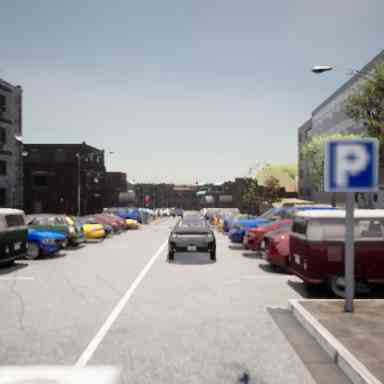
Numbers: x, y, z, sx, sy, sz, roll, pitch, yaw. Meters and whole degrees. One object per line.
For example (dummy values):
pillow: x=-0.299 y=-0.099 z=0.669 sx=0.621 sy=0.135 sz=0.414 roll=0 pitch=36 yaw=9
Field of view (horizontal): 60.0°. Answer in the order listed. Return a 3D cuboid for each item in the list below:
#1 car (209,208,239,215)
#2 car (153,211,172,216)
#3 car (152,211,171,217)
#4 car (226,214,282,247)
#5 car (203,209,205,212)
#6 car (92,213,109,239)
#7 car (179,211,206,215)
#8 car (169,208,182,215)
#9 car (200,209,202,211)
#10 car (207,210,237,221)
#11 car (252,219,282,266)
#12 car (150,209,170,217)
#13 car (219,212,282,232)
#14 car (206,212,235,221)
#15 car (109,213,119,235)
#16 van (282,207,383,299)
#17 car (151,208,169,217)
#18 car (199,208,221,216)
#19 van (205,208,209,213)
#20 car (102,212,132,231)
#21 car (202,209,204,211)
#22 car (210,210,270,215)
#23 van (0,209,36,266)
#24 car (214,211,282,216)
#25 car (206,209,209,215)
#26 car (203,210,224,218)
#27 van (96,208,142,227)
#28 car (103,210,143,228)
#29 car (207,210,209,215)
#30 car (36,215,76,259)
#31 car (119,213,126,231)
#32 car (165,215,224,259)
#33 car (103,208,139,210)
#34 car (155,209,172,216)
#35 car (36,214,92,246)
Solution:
car: x=4.615 y=3.011 z=38.861 sx=4.553 sy=1.767 sz=2.185 roll=0 pitch=-3 yaw=0
car: x=-7.716 y=5.649 z=87.908 sx=4.792 sy=1.488 sz=2.163 roll=0 pitch=-3 yaw=0
car: x=-7.684 y=5.511 z=84.972 sx=4.674 sy=1.452 sz=2.002 roll=0 pitch=-3 yaw=0
car: x=4.620 y=2.178 z=19.321 sx=4.792 sy=1.488 sz=2.163 roll=0 pitch=-3 yaw=0
car: x=4.641 y=3.708 z=50.138 sx=5.008 sy=1.535 sz=2.097 roll=0 pitch=-3 yaw=0
car: x=-7.867 y=2.139 z=19.183 sx=5.366 sy=1.575 sz=1.946 roll=0 pitch=-3 yaw=0
car: x=0.002 y=2.706 z=29.440 sx=1.812 sy=1.442 sz=4.674 roll=0 pitch=-3 yaw=0
car: x=-3.005 y=4.448 z=69.828 sx=2.150 sy=2.045 sz=5.566 roll=0 pitch=-3 yaw=0
car: x=4.672 y=4.297 z=66.767 sx=5.566 sy=2.045 sz=2.435 roll=0 pitch=-3 yaw=0
car: x=4.676 y=3.717 z=52.811 sx=4.553 sy=1.767 sz=2.185 roll=0 pitch=-3 yaw=0
car: x=4.679 y=1.780 z=10.970 sx=4.792 sy=1.488 sz=2.163 roll=0 pitch=-2 yaw=0
car: x=-7.655 y=5.042 z=78.987 sx=4.553 sy=1.767 sz=2.185 roll=0 pitch=-3 yaw=0
car: x=4.678 y=2.460 z=24.901 sx=4.792 sy=1.488 sz=2.163 roll=0 pitch=-3 yaw=0
car: x=4.643 y=4.024 z=55.591 sx=4.674 sy=1.452 sz=2.002 roll=0 pitch=-3 yaw=0
car: x=-7.652 y=2.312 z=21.969 sx=4.792 sy=1.488 sz=2.163 roll=0 pitch=-3 yaw=0
van: x=4.767 y=1.426 z=8.195 sx=4.442 sy=1.987 sz=1.878 roll=0 pitch=-2 yaw=0
car: x=-7.714 y=4.774 z=76.184 sx=5.566 sy=2.045 sz=2.435 roll=0 pitch=-3 yaw=0
car: x=4.615 y=5.286 z=86.296 sx=5.566 sy=2.045 sz=2.435 roll=0 pitch=-3 yaw=0
van: x=4.530 y=3.335 z=47.234 sx=4.442 sy=1.987 sz=1.878 roll=0 pitch=-3 yaw=0
car: x=-7.679 y=2.599 z=27.418 sx=4.674 sy=1.452 sz=2.002 roll=0 pitch=-3 yaw=0
car: x=4.673 y=4.296 z=61.174 sx=4.792 sy=1.488 sz=2.163 roll=0 pitch=-3 yaw=0
car: x=4.833 y=2.851 z=33.273 sx=5.366 sy=1.575 sz=1.946 roll=0 pitch=-3 yaw=0
van: x=-7.797 y=1.515 z=10.718 sx=4.442 sy=1.987 sz=1.878 roll=0 pitch=-2 yaw=0
car: x=4.834 y=2.569 z=27.692 sx=5.366 sy=1.575 sz=1.946 roll=0 pitch=-3 yaw=0
car: x=4.653 y=3.420 z=44.433 sx=4.892 sy=1.521 sz=2.231 roll=0 pitch=-3 yaw=0
car: x=4.676 y=4.705 z=72.339 sx=4.553 sy=1.767 sz=2.185 roll=0 pitch=-3 yaw=0
van: x=-7.799 y=2.756 z=35.794 sx=4.442 sy=1.987 sz=1.878 roll=0 pitch=-3 yaw=0
car: x=-7.497 y=2.703 z=30.333 sx=5.366 sy=1.575 sz=1.946 roll=0 pitch=-3 yaw=0
car: x=4.641 y=3.279 z=41.642 sx=4.892 sy=1.521 sz=2.231 roll=0 pitch=-3 yaw=0
car: x=-7.686 y=1.858 z=13.481 sx=5.008 sy=1.535 sz=2.097 roll=0 pitch=-2 yaw=0
car: x=-7.679 y=2.464 z=24.754 sx=4.674 sy=1.452 sz=2.002 roll=0 pitch=-3 yaw=0
car: x=0.002 y=1.913 z=14.332 sx=2.128 sy=1.511 sz=4.902 roll=0 pitch=-3 yaw=0
car: x=-7.711 y=2.590 z=33.007 sx=5.566 sy=2.045 sz=2.435 roll=0 pitch=-3 yaw=0
car: x=-7.718 y=5.642 z=90.850 sx=4.553 sy=1.767 sz=2.185 roll=0 pitch=-3 yaw=0
car: x=-7.650 y=1.869 z=16.274 sx=4.553 sy=1.767 sz=2.185 roll=0 pitch=-3 yaw=0
